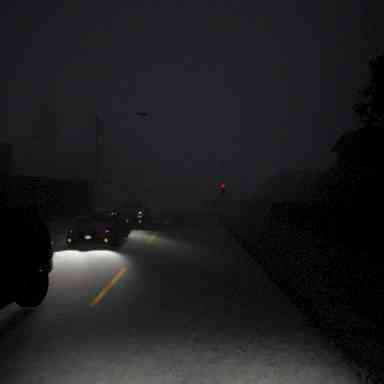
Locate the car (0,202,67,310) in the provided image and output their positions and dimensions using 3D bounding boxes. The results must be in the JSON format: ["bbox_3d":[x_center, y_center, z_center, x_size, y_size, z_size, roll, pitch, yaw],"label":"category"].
[{"bbox_3d":[-4.085,1.219,5.071,2.150,2.045,5.566,0,0,0],"label":"car"}]

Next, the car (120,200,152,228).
[{"bbox_3d":[-3.903,1.351,21.862,2.097,1.767,4.553,0,0,0],"label":"car"}]

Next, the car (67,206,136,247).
[{"bbox_3d":[-4.022,1.562,14.871,1.994,1.385,4.181,0,0,1],"label":"car"}]
